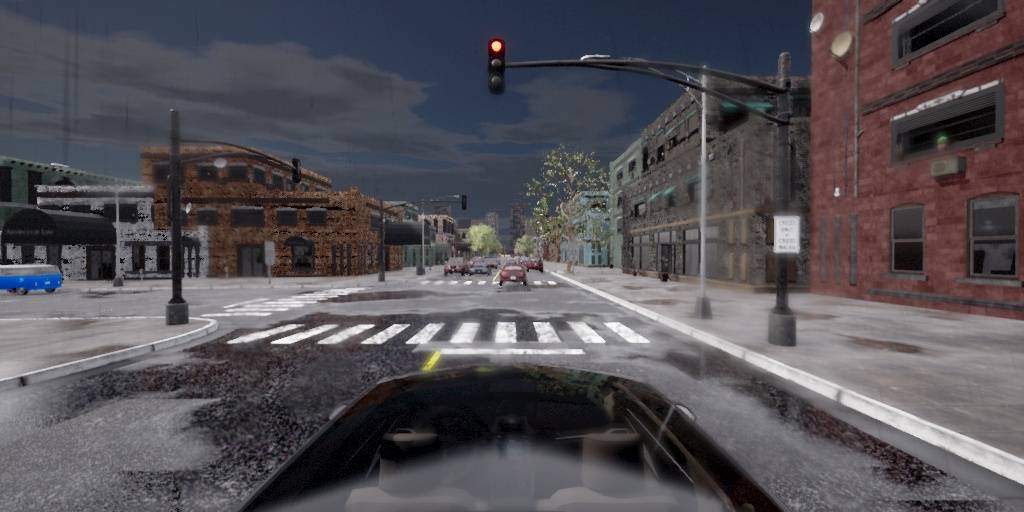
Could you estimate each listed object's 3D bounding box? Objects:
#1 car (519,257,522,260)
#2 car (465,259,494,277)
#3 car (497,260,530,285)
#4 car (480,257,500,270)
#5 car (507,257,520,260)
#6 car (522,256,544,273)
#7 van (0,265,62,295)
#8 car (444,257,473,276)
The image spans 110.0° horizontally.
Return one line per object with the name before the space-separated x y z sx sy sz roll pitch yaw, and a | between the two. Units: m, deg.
car | 2.650 1.270 59.491 2.007 1.370 4.403 0 0 0
car | -3.123 1.296 35.505 1.994 1.385 4.181 0 0 0
car | 0.078 1.264 25.709 1.812 1.442 4.674 0 0 0
car | -3.126 1.076 52.262 2.097 1.767 4.553 0 0 0
car | -0.048 1.281 63.268 1.994 1.385 4.181 0 0 0
car | 2.663 1.043 42.860 2.192 1.841 5.009 0 0 0
van | -30.312 1.452 21.973 3.998 1.789 1.690 0 0 -1
car | -5.713 1.046 37.309 2.192 1.841 5.009 0 0 0
